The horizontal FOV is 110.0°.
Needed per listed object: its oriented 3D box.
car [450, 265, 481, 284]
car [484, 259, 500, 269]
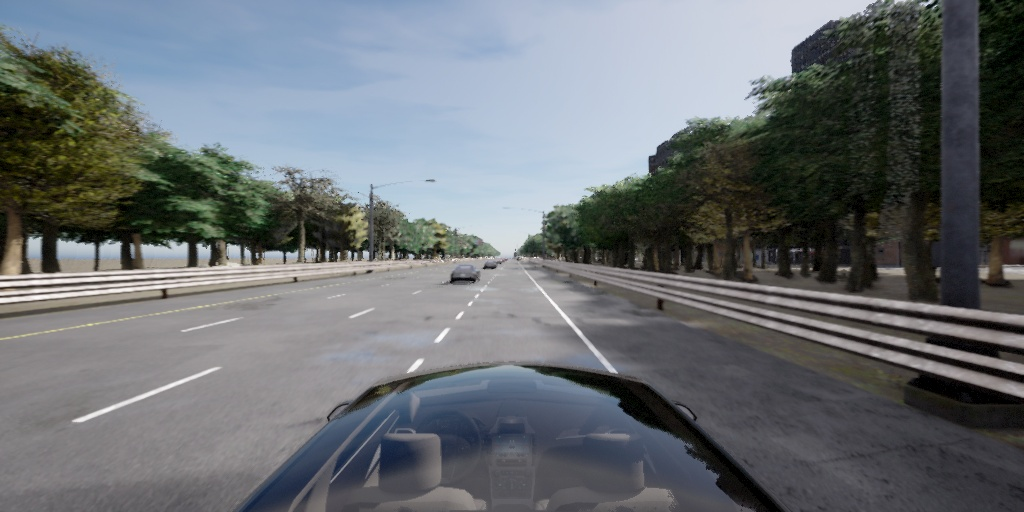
[{"bbox_3d":[-3.496,1.335,27.497,1.994,1.385,4.181,0,0,0],"label":"car"},{"bbox_3d":[-3.414,1.376,57.659,1.994,1.385,4.181,0,0,0],"label":"car"}]
